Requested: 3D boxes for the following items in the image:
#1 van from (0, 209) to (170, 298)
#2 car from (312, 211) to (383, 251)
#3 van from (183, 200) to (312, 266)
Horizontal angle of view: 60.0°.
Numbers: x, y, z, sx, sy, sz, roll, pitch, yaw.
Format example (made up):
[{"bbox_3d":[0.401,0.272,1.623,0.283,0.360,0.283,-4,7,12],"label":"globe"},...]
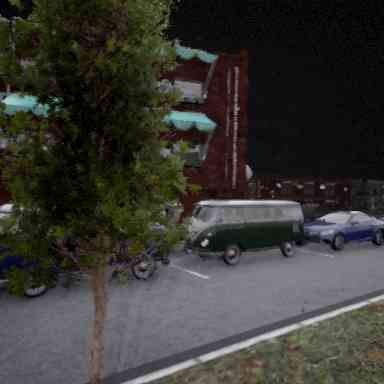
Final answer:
[{"bbox_3d":[-2.813,1.245,8.302,4.442,1.987,1.878,0,0,-34],"label":"van"},{"bbox_3d":[6.563,1.568,14.443,4.674,1.452,2.002,1,0,-32],"label":"car"},{"bbox_3d":[1.781,1.262,11.396,4.442,1.987,1.878,1,0,-33],"label":"van"}]
